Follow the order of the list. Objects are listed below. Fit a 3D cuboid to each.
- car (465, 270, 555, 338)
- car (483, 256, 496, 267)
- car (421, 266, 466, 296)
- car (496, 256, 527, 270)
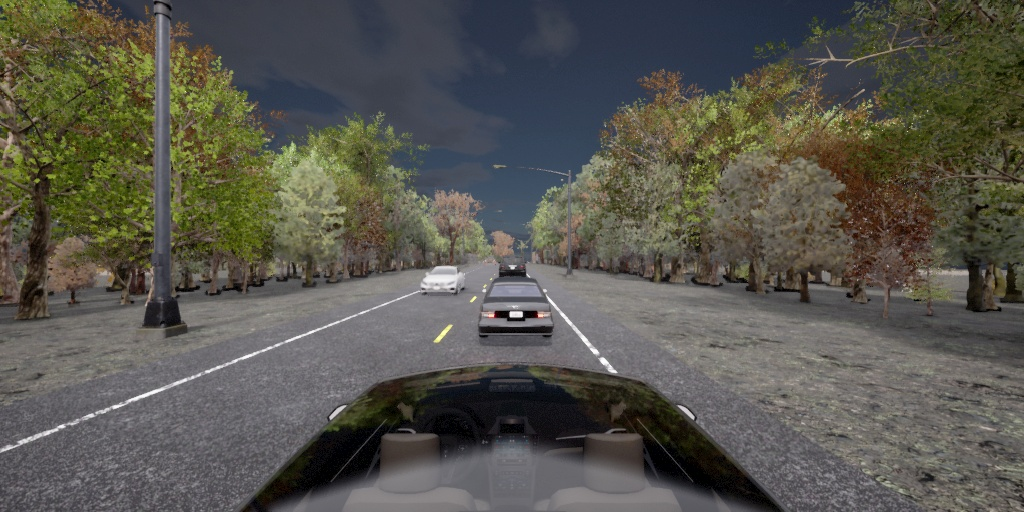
[{"bbox_3d":[0.082,1.302,10.203,2.033,1.411,5.357,0,0,0],"label":"car"},{"bbox_3d":[-3.669,0.792,60.557,2.097,1.767,4.553,0,0,0],"label":"car"},{"bbox_3d":[-3.637,1.286,19.649,1.812,1.442,4.674,0,0,0],"label":"car"},{"bbox_3d":[0.042,0.987,29.292,2.150,2.045,5.566,0,0,0],"label":"car"}]
